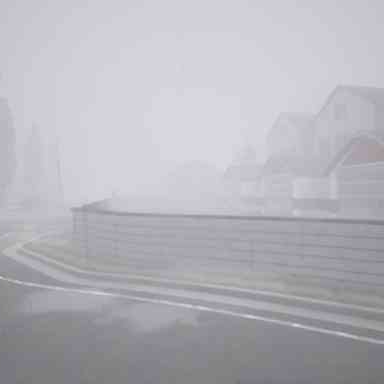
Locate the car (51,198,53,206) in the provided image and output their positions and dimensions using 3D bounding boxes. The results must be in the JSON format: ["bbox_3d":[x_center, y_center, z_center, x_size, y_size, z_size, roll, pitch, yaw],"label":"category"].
[{"bbox_3d":[-25.107,1.754,61.913,2.128,1.511,4.902,0,0,-12],"label":"car"}]

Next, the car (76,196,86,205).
[{"bbox_3d":[-21.563,1.848,62.068,1.895,1.301,4.718,0,0,-12],"label":"car"}]

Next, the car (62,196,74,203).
[{"bbox_3d":[-28.088,1.627,75.175,1.994,1.385,4.181,0,0,-12],"label":"car"}]

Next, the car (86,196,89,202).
[{"bbox_3d":[-24.671,1.614,75.931,1.994,1.385,4.181,0,0,-12],"label":"car"}]

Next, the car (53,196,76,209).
[{"bbox_3d":[-18.584,1.726,48.684,1.812,1.442,4.674,0,0,-12],"label":"car"}]

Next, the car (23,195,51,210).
[{"bbox_3d":[-21.626,1.431,46.131,2.150,2.045,5.566,0,0,-12],"label":"car"}]
